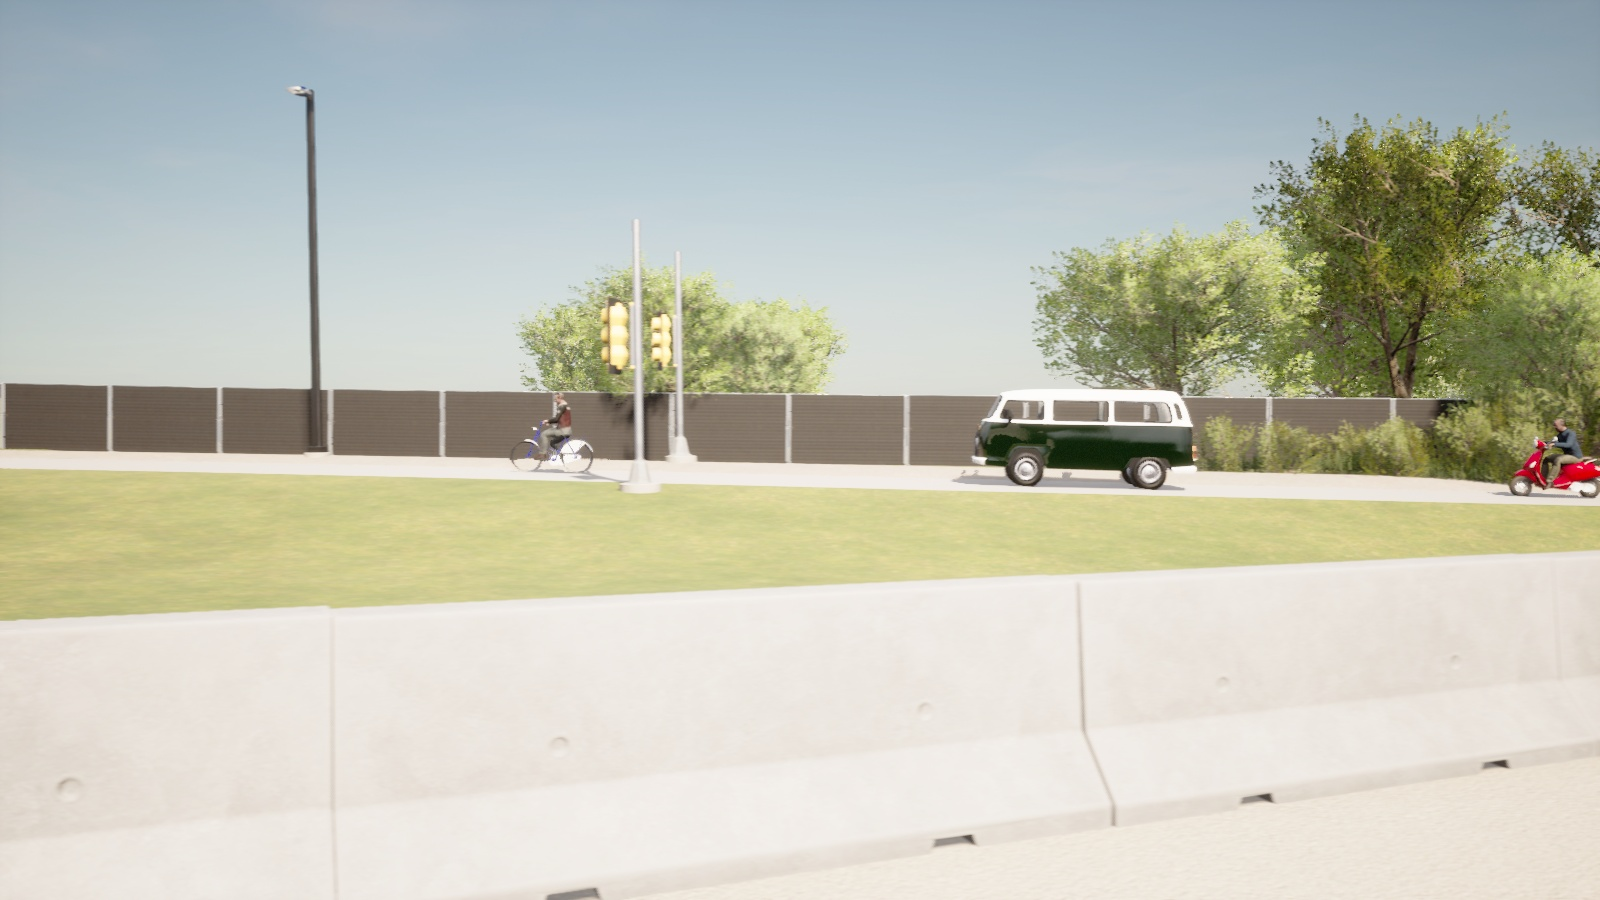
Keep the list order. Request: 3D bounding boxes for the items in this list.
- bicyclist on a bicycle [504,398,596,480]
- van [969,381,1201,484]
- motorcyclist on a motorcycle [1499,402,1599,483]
[{"bbox_3d":[-5.450,-0.243,27.385,1.843,1.776,0.659,0,2,6],"label":"bicyclist on a bicycle"},{"bbox_3d":[5.823,-0.385,26.170,4.480,2.038,2.069,0,2,6],"label":"van"},{"bbox_3d":[15.212,-0.159,25.235,1.817,1.590,0.866,0,2,5],"label":"motorcyclist on a motorcycle"}]
